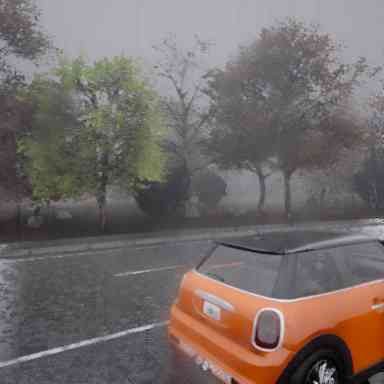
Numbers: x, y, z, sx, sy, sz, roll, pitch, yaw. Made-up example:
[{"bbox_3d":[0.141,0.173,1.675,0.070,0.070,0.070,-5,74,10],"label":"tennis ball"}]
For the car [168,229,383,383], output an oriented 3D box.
[{"bbox_3d":[2.001,1.336,4.862,4.553,1.767,2.097,0,0,-33],"label":"car"}]
